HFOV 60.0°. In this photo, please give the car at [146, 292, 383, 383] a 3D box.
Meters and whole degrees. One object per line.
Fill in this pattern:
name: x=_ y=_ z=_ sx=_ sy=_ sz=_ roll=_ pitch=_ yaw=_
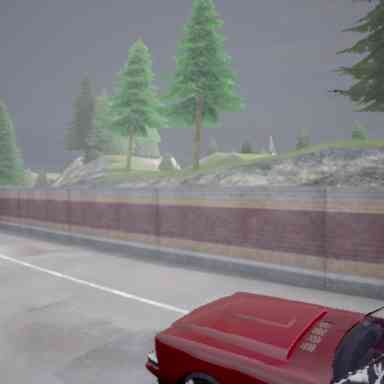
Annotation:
car: x=1.883 y=1.602 z=2.714 sx=4.718 sy=1.301 sz=1.895 roll=0 pitch=0 yaw=36
